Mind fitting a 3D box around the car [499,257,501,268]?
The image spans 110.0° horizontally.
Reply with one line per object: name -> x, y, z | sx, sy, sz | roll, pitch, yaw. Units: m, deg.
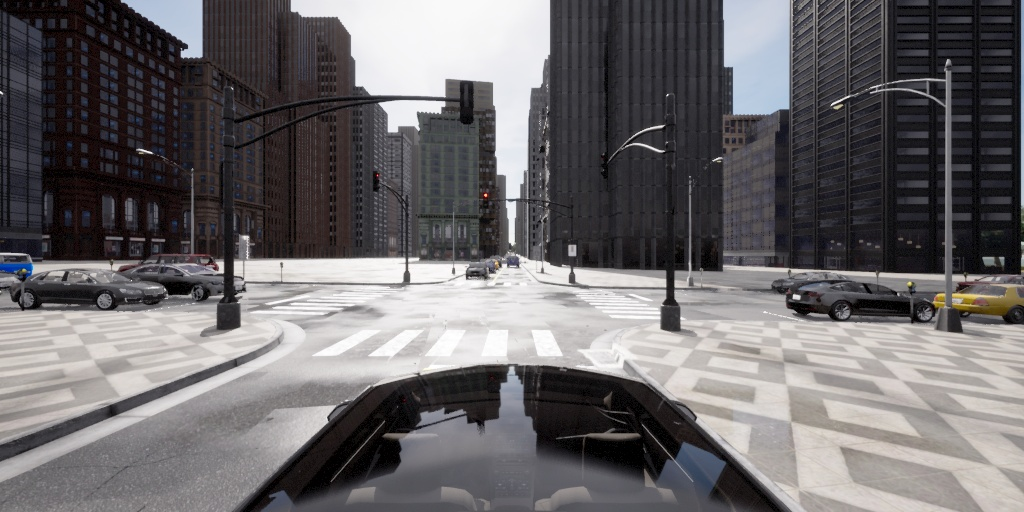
car -> -3.007, 1.232, 52.475 | 1.882, 1.535, 5.008 | 0, 0, 0

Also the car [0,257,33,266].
car -> -24.127, 0.928, 15.404 | 4.902, 1.511, 2.128 | 1, 0, 0

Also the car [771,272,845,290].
car -> 17.812, 1.593, 21.190 | 4.403, 1.370, 2.007 | 0, 0, 0

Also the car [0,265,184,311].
car -> -14.763, 1.117, 12.629 | 4.403, 1.370, 2.007 | 0, 0, 0

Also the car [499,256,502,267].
car -> -2.942, 0.979, 63.177 | 2.150, 2.045, 5.566 | 0, 0, 1

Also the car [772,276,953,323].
car -> 12.145, 1.525, 12.676 | 4.313, 1.339, 1.948 | 0, 0, 0

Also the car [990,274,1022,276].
car -> 29.098, 1.768, 21.169 | 4.507, 1.381, 1.888 | 0, 0, 0

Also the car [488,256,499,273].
car -> -3.030, 1.105, 42.276 | 2.097, 1.767, 4.553 | 0, 0, 0

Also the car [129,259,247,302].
car -> -14.134, 1.066, 15.374 | 4.902, 1.511, 2.128 | 1, 0, 1

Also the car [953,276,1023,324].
car -> 17.957, 1.572, 12.665 | 4.829, 1.417, 1.751 | 0, 0, 0

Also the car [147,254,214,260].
car -> -20.195, 0.801, 21.165 | 5.009, 1.841, 2.192 | 0, 0, 0

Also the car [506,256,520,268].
car -> 0.199, 0.978, 62.691 | 2.150, 2.045, 5.566 | 0, 0, 0

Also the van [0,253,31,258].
van -> -31.114, 0.681, 21.185 | 3.998, 1.789, 1.690 | 0, 0, 0

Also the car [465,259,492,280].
car -> -3.051, 1.259, 31.998 | 1.837, 1.490, 4.892 | 0, 0, 0
